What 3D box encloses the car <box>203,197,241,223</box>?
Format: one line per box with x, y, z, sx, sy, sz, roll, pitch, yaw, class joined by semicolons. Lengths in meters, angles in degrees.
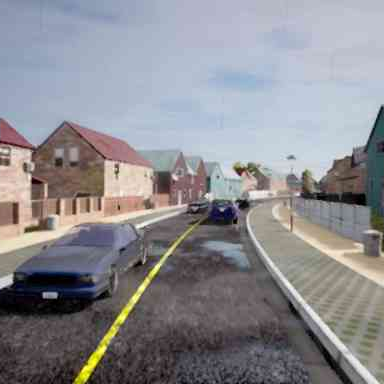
2.338;1.217;24.422;2.097;1.767;4.553;0;0;9;car

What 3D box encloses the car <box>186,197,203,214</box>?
0.785;1.294;32.128;2.128;1.511;4.902;0;0;13;car

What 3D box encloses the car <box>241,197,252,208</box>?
6.600;1.299;42.925;1.994;1.385;4.181;0;1;16;car

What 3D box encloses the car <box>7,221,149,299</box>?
-2.444;1.512;8.812;2.033;1.411;5.357;0;0;4;car
